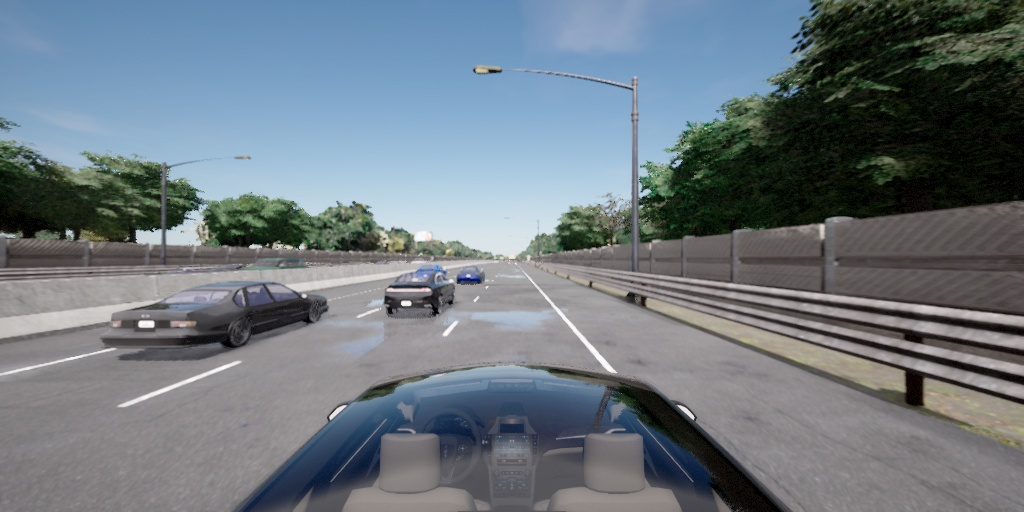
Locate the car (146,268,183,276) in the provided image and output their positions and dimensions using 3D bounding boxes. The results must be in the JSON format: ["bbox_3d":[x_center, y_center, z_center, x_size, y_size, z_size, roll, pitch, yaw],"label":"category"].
[{"bbox_3d":[-24.581,1.534,27.039,1.895,1.301,4.718,0,0,0],"label":"car"}]

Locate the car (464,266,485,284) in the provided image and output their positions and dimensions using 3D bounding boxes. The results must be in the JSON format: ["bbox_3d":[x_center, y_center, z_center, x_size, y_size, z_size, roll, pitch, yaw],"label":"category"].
[{"bbox_3d":[-3.383,1.518,29.828,1.994,1.385,4.181,0,0,0],"label":"car"}]

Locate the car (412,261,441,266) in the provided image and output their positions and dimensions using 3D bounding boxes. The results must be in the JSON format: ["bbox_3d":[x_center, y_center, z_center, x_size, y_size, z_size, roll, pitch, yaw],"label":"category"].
[{"bbox_3d":[-6.880,1.439,31.015,1.882,1.535,5.008,0,0,0],"label":"car"}]

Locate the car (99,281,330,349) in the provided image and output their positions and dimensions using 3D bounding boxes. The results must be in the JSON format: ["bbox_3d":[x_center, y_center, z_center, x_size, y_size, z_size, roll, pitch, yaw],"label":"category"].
[{"bbox_3d":[-6.901,1.354,9.283,2.033,1.411,5.357,0,0,0],"label":"car"}]

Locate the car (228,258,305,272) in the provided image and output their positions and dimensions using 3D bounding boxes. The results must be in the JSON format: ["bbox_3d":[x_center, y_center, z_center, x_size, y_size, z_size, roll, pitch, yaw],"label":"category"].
[{"bbox_3d":[-17.582,1.151,26.524,2.150,2.045,5.566,0,0,0],"label":"car"}]

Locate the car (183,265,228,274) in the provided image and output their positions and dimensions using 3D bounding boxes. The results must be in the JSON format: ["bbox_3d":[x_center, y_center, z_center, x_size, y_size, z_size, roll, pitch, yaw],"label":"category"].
[{"bbox_3d":[-21.081,1.435,26.613,1.837,1.490,4.892,0,0,0],"label":"car"}]

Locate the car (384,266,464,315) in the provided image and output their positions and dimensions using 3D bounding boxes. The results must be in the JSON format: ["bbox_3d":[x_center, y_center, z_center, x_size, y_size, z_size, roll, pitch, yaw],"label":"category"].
[{"bbox_3d":[-3.394,1.332,13.937,2.128,1.511,4.902,0,0,0],"label":"car"}]
